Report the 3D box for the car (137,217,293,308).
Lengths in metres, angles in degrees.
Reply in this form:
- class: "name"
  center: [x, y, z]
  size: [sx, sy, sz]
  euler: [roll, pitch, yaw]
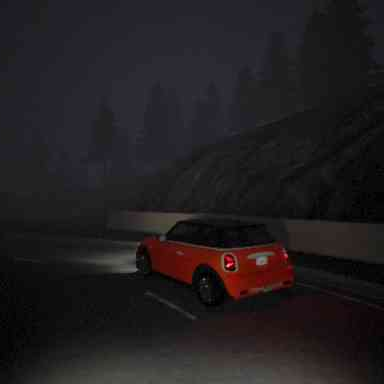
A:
- class: "car"
  center: [0.274, 1.461, 8.579]
  size: [2.097, 1.767, 4.553]
  euler: [0, -1, -33]
